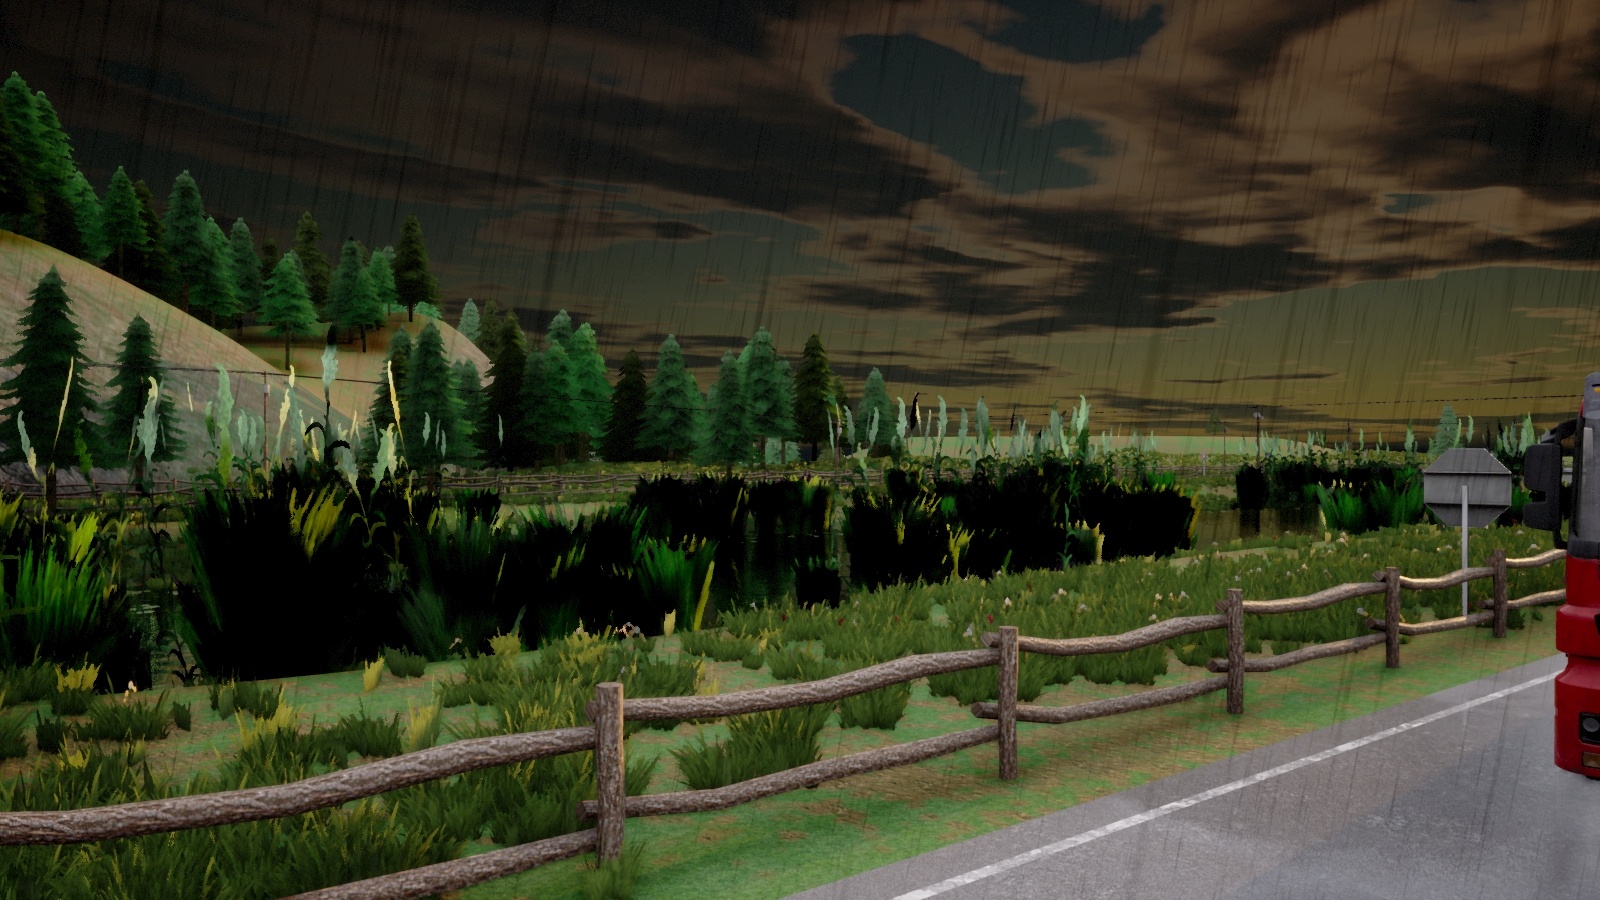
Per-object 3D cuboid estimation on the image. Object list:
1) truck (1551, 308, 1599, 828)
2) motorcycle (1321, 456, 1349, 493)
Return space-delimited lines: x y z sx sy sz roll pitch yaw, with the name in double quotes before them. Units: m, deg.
"truck" 9.470 0.862 10.933 2.891 3.827 8.468 0 0 40
"motorcycle" 34.880 1.577 74.489 2.033 2.348 0.803 0 0 -39
